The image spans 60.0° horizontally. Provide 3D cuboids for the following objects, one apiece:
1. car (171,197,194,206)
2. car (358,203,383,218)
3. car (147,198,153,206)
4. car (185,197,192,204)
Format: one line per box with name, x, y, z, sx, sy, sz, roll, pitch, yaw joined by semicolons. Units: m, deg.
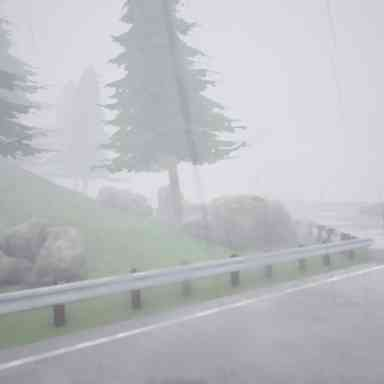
car;-1.683;1.623;56.858;1.994;1.385;4.181;0;0;-34
car;17.305;1.606;28.739;2.033;1.411;5.357;0;0;-34
car;-8.091;1.553;53.859;1.837;1.490;4.892;0;0;-34
car;-2.393;1.275;51.622;2.150;2.045;5.566;0;0;-34
